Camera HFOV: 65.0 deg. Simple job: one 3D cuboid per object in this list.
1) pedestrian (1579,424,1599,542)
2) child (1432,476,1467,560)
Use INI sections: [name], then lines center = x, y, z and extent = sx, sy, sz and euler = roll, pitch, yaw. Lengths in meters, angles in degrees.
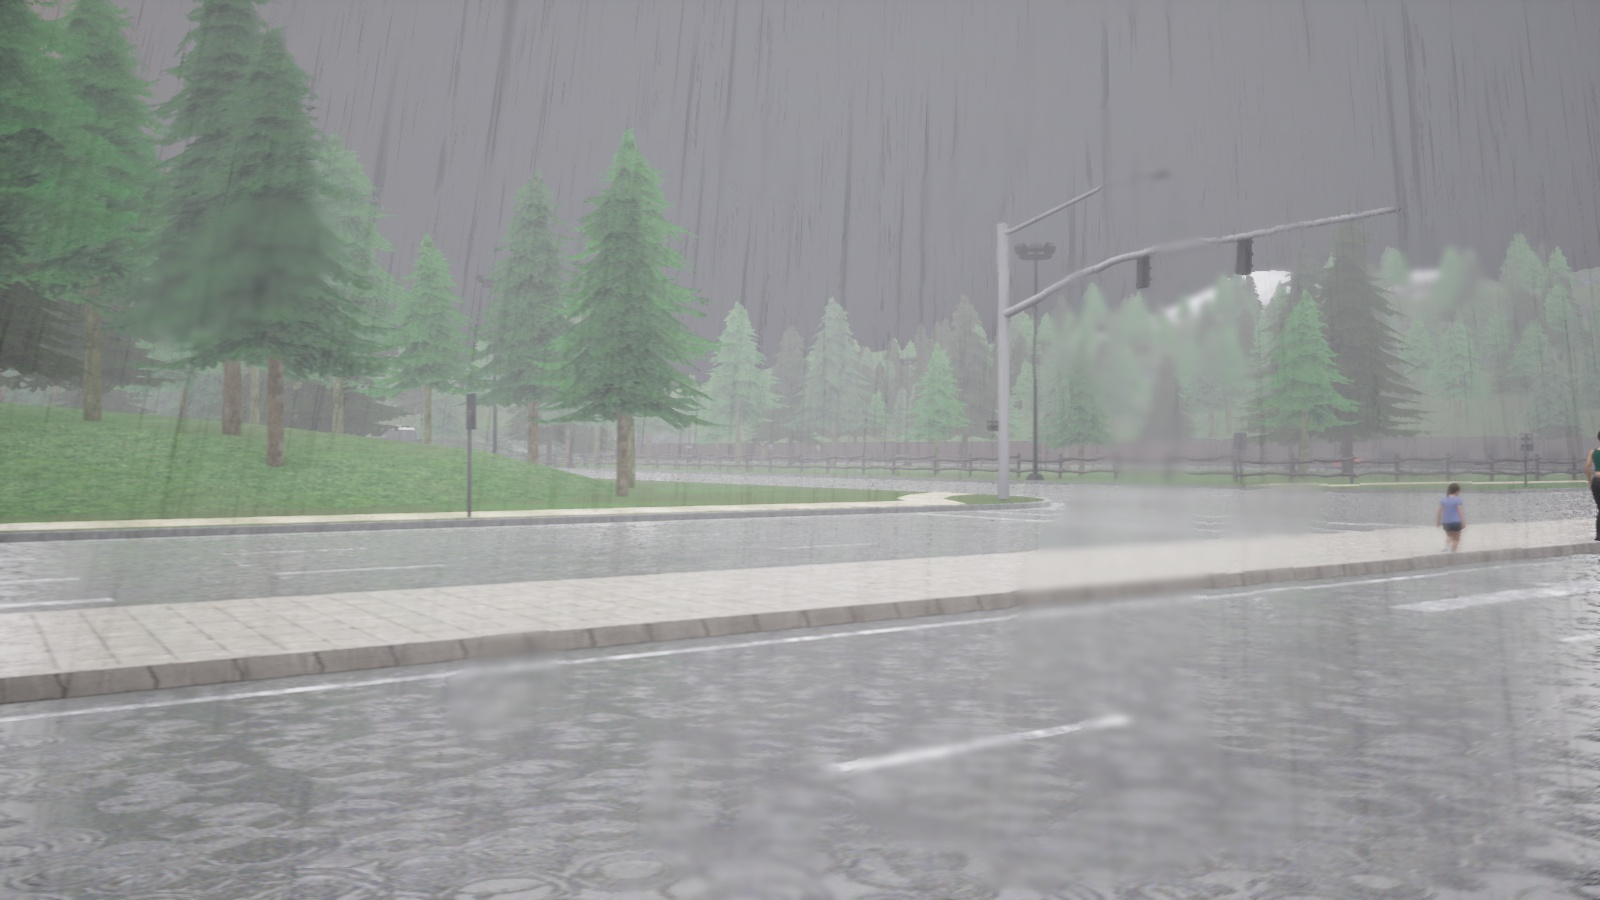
[pedestrian]
center = 12.604, 0.514, 19.707
extent = 0.594, 1.836, 0.345
euler = 0, 0, -22
[child]
center = 8.790, 0.910, 16.994
extent = 0.394, 1.110, 0.255
euler = 0, 0, -32
